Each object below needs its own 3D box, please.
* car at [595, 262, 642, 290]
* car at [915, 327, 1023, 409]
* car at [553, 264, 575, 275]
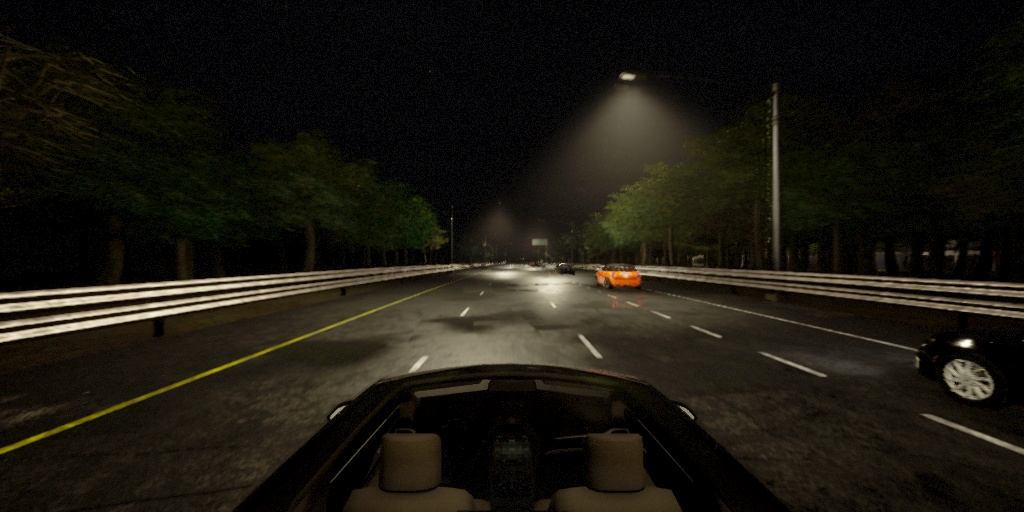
[{"bbox_3d":[7.029,1.289,24.218,2.097,1.767,4.553,0,-1,0],"label":"car"},{"bbox_3d":[7.000,1.266,3.336,1.837,1.490,4.892,0,0,0],"label":"car"},{"bbox_3d":[7.116,1.817,47.620,2.033,1.411,5.357,0,-1,0],"label":"car"}]
